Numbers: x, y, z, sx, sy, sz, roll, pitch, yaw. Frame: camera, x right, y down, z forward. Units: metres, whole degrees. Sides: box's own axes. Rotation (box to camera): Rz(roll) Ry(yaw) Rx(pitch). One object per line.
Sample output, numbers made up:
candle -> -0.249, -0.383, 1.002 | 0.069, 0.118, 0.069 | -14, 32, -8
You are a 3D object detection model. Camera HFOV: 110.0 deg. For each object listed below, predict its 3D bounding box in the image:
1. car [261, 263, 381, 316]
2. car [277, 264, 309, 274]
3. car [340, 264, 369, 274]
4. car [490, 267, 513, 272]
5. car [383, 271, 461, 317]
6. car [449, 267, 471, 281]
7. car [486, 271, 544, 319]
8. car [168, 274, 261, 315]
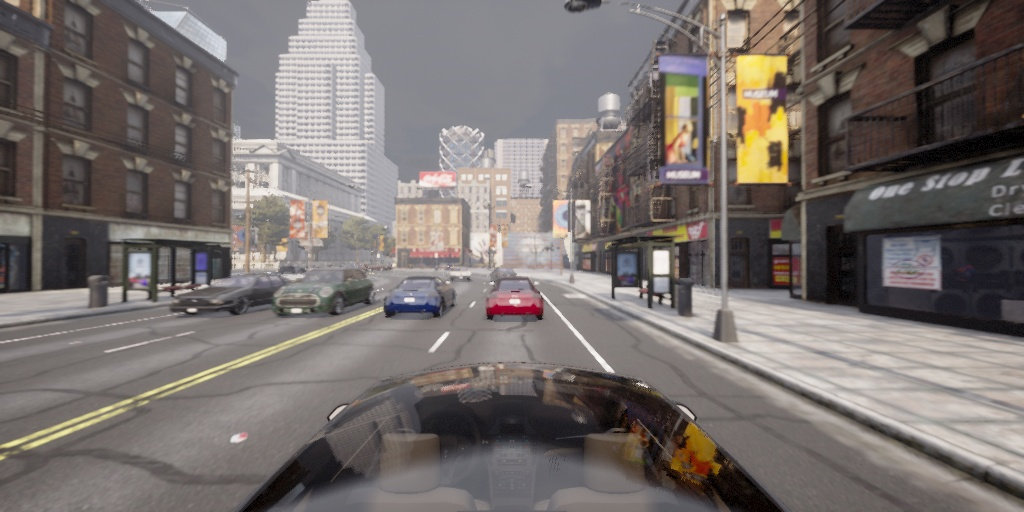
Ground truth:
car -> -7.147, 1.242, 14.108 | 2.097, 1.767, 4.553 | 0, -1, -1
car -> -33.317, 1.916, 54.571 | 4.181, 1.385, 1.994 | 0, -1, 22
car -> -23.338, 1.856, 53.032 | 4.674, 1.442, 1.812 | 0, -1, 34
car -> -0.834, 1.632, 31.398 | 2.033, 1.411, 5.357 | 0, -1, -10
car -> -3.408, 1.452, 13.920 | 1.994, 1.385, 4.181 | 0, -1, 0
car -> -5.349, 1.728, 35.181 | 1.895, 1.301, 4.718 | 0, -1, -17
car -> 0.092, 1.446, 13.453 | 1.994, 1.385, 4.181 | 0, -1, 0
car -> -10.597, 1.443, 14.541 | 2.033, 1.411, 5.357 | 0, -1, 0
